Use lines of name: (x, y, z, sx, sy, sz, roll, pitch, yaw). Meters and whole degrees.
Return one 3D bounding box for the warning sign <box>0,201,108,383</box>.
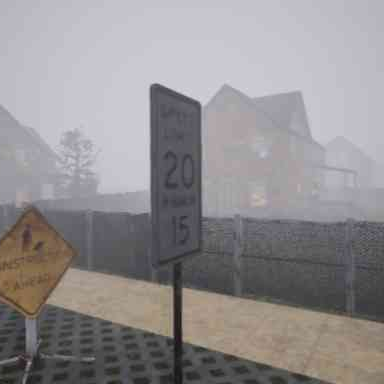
warning sign: (-1.832, 1.067, 3.772, 1.060, 1.860, 1.300, 0, 1, 31)
